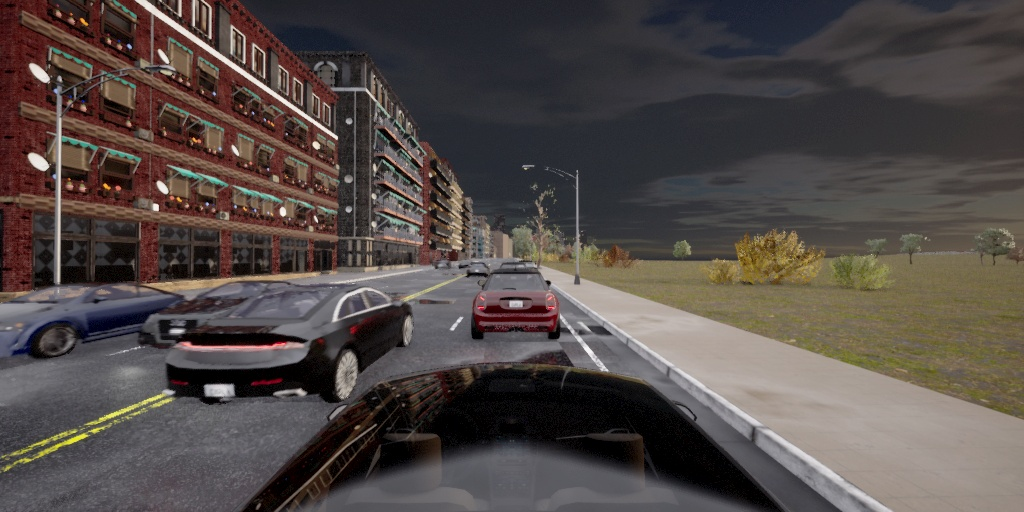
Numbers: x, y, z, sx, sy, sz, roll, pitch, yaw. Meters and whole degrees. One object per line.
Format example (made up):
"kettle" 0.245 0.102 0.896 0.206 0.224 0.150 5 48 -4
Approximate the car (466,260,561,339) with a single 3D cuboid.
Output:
"car" 0.082 1.103 10.198 2.097 1.767 4.553 0 0 0

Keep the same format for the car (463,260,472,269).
"car" -3.190 1.314 34.686 1.994 1.385 4.181 0 0 0

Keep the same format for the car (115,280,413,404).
"car" -3.159 1.240 6.294 2.128 1.511 4.902 0 0 0

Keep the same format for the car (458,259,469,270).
"car" -6.655 1.253 52.286 1.837 1.490 4.892 0 0 0

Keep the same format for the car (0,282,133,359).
"car" -9.860 1.314 8.240 1.994 1.385 4.181 0 0 0

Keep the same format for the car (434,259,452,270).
"car" -9.905 1.240 51.741 2.128 1.511 4.902 0 0 0

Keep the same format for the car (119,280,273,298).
"car" -6.609 1.314 9.068 1.994 1.385 4.181 0 0 0

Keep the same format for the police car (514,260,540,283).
"police car" 1.103 1.177 29.466 1.930 1.638 5.238 0 0 0
